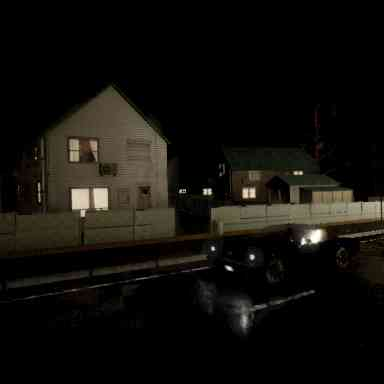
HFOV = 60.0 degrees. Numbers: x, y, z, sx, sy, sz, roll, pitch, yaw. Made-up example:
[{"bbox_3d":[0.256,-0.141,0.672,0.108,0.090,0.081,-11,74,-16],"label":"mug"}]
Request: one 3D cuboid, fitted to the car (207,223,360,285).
[{"bbox_3d":[2.739,1.598,9.592,4.718,1.301,1.895,0,0,-35],"label":"car"}]
